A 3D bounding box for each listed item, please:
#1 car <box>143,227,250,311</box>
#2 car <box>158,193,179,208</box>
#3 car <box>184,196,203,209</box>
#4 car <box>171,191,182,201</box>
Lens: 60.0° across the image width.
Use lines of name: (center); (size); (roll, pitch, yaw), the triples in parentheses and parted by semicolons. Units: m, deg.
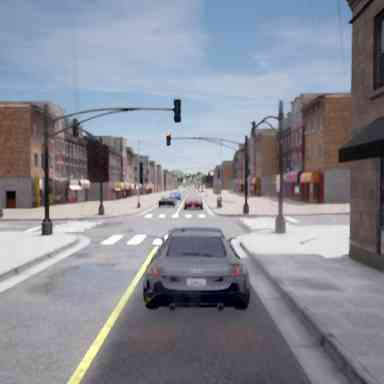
car: (0.102, 1.474, 7.650); (1.994, 1.385, 4.181); (0, 1, 1)
car: (-2.776, 1.058, 37.793); (1.895, 1.301, 4.718); (0, 1, 0)
car: (0.162, 1.098, 35.351); (1.895, 1.301, 4.718); (0, 1, 0)
car: (-2.721, 0.650, 54.487); (1.882, 1.535, 5.008); (0, 1, 0)
